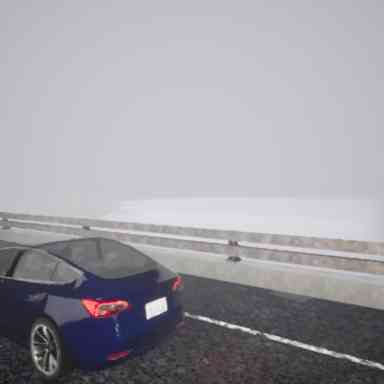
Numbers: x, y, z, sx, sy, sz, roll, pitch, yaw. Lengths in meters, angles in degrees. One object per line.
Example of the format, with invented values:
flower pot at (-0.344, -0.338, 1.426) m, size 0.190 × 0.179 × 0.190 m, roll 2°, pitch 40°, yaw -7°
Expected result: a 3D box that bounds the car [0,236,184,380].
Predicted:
car at (-2.343, 1.491, 5.549) m, size 4.792 × 1.488 × 2.163 m, roll 0°, pitch 0°, yaw 36°
